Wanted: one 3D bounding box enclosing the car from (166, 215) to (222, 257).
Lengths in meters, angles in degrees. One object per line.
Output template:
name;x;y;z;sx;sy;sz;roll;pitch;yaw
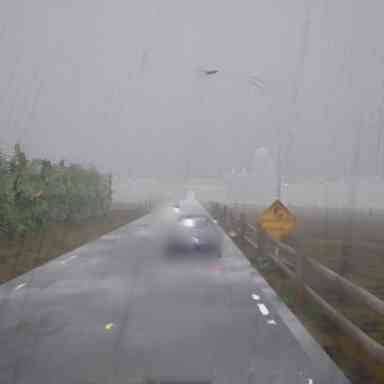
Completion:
car;0.072;1.588;13.078;1.994;1.385;4.181;0;0;0

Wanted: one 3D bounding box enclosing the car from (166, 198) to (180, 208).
car;-2.823;1.659;50.004;2.128;1.511;4.902;0;0;0

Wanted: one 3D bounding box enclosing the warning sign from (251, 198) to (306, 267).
warning sign;2.462;1.133;9.664;1.300;1.860;1.060;1;1;0
